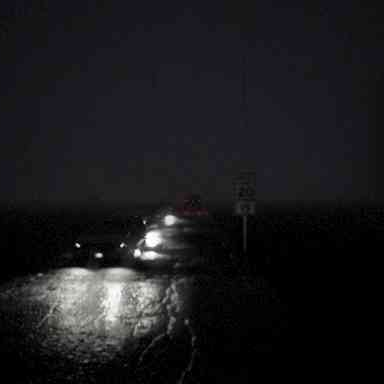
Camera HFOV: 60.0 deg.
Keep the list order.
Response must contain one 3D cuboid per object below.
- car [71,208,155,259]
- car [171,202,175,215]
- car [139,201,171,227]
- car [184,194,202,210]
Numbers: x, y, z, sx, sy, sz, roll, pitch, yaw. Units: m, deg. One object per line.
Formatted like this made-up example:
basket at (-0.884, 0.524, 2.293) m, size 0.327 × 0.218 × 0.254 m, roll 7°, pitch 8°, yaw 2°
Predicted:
car at (-2.843, 1.553, 12.825) m, size 2.033 × 1.411 × 5.357 m, roll 0°, pitch 0°, yaw 0°
car at (-2.833, 1.624, 34.493) m, size 1.895 × 1.301 × 4.718 m, roll 0°, pitch 0°, yaw 0°
car at (-2.841, 1.504, 22.870) m, size 2.128 × 1.511 × 4.902 m, roll 0°, pitch 0°, yaw 0°
car at (0.106, 1.255, 43.144) m, size 2.150 × 2.045 × 5.566 m, roll 0°, pitch 0°, yaw 0°
